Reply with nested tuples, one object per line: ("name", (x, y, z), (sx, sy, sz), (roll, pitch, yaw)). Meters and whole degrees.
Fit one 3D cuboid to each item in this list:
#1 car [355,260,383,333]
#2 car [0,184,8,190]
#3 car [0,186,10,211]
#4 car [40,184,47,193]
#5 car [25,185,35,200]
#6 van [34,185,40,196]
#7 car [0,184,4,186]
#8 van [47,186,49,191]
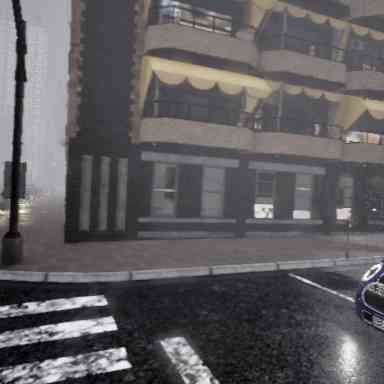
("car", (4.961, 1.391, 5.300), (4.553, 1.767, 2.097), (2, 1, -20))
("car", (-42.618, -1.112, 74.122), (2.008, 1.369, 4.403), (2, 1, -21))
("car", (-15.051, 0.555, 25.503), (1.967, 1.590, 4.097), (2, 1, -21))
("car", (-30.851, -0.469, 66.795), (1.887, 1.381, 4.507), (2, 1, -21))
("car", (-20.978, 0.239, 40.988), (2.008, 1.369, 4.403), (2, 1, -21))
("van", (-24.919, -0.253, 51.308), (1.690, 1.788, 3.998), (2, 1, -21))
("car", (-24.248, 0.076, 42.315), (1.994, 1.385, 4.181), (3, 0, -21))
("van", (-36.766, -1.089, 82.276), (1.690, 1.788, 3.998), (2, 1, -21))
